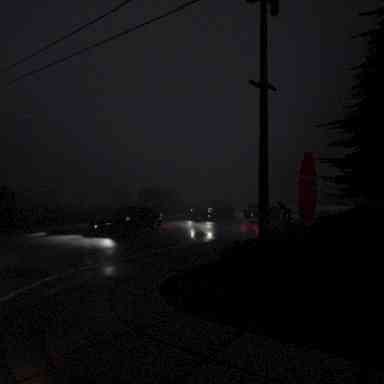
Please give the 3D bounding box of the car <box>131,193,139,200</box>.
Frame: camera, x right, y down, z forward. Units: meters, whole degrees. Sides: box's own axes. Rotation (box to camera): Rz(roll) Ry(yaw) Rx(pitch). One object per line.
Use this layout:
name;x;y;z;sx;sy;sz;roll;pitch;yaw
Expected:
car;-14.753;1.172;87.067;3.866;1.878;1.905;-2;6;-11

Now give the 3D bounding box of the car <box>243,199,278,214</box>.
car;7.644;1.587;36.805;2.033;1.411;5.357;0;0;33

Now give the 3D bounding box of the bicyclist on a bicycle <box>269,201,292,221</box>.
bicyclist on a bicycle;5.185;1.338;19.141;1.656;1.620;0.582;0;0;33

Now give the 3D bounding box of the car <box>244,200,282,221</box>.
car;5.897;1.530;27.273;2.128;1.511;4.902;0;0;33

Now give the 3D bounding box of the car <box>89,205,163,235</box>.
car;-3.658;1.544;19.215;1.837;1.490;4.892;0;0;33

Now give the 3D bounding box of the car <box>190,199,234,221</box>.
car;1.739;1.391;27.623;2.097;1.767;4.553;0;0;33
